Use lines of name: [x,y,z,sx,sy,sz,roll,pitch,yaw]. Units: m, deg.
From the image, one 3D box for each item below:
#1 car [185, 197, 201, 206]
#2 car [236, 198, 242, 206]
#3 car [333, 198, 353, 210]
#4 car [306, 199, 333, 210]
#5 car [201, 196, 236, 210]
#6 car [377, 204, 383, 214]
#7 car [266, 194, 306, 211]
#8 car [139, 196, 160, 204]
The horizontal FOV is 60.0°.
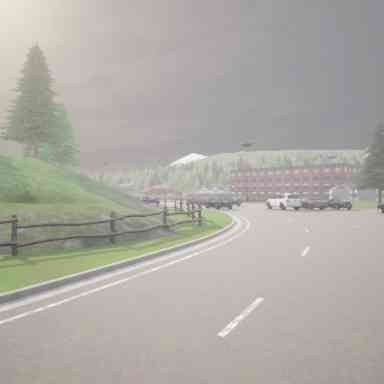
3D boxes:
car: [0.655,1.564,55.561,1.994,1.385,4.181,0,0,-37]
car: [6.074,1.526,53.950,1.812,1.442,4.674,0,0,-34]
car: [18.556,1.526,42.697,1.812,1.442,4.674,0,0,-13]
car: [15.077,1.547,42.750,2.033,1.411,5.357,0,0,-17]
car: [3.419,1.352,43.763,2.097,1.767,4.553,0,0,-23]
car: [20.147,1.478,32.381,1.882,1.535,5.008,0,0,-2]
car: [11.404,1.222,41.760,2.150,2.045,5.566,0,0,-16]
car: [-7.766,1.478,60.270,1.882,1.535,5.008,0,0,-42]
